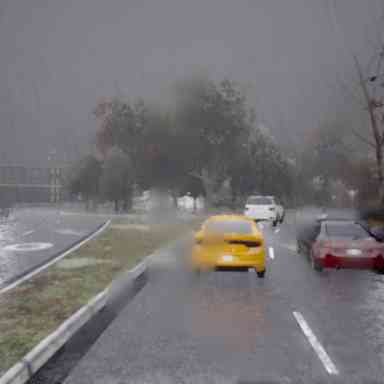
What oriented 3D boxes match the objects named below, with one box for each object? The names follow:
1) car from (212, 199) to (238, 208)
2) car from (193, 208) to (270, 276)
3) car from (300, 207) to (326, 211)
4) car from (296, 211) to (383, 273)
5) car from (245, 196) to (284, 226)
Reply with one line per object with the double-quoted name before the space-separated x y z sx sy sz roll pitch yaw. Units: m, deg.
"car" 6.640 2.429 68.276 5.566 2.045 2.150 0 -2 20
"car" 1.224 1.459 10.397 1.882 1.535 5.008 0 -1 9
"car" 8.419 1.655 23.044 1.895 1.301 4.718 -1 -1 22
"car" 4.570 1.534 10.628 1.994 1.385 4.181 0 0 10
"car" 5.269 1.303 23.935 2.150 2.045 5.566 -1 -1 22
